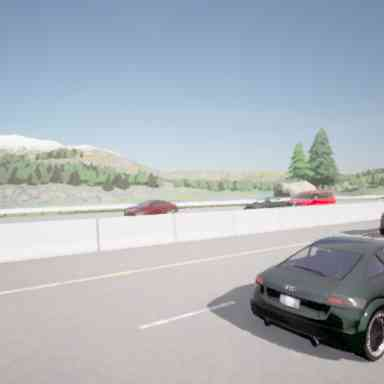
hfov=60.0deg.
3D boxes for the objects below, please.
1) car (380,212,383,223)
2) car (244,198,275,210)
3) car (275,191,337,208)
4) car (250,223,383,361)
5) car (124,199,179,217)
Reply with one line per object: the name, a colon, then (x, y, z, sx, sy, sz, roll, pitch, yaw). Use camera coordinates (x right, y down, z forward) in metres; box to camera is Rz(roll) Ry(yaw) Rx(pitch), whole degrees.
car: (10.922, 1.136, 15.798, 4.553, 1.767, 2.097, -1, 0, -35)
car: (6.724, 1.278, 30.137, 4.181, 1.385, 1.994, -1, 0, -35)
car: (9.960, 0.929, 28.117, 5.566, 2.045, 2.150, -1, 1, -35)
car: (3.018, 1.494, 5.880, 4.181, 1.385, 1.994, -1, 1, -35)
car: (-3.283, 1.347, 27.393, 4.674, 1.442, 1.812, -1, 1, -35)
